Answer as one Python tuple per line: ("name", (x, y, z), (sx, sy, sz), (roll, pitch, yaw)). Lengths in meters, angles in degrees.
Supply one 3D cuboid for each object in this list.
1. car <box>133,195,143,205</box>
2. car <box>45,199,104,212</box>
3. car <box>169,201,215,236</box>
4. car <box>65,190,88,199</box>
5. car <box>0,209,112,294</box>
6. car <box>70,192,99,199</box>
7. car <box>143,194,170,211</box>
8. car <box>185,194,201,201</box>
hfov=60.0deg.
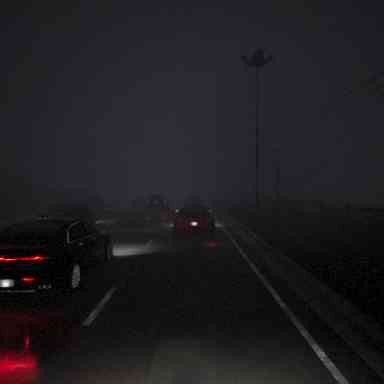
("car", (-6.897, 1.065, 45.901), (1.994, 1.385, 4.181), (0, 1, 0))
("car", (-6.917, 1.342, 18.867), (2.033, 1.411, 5.357), (0, 1, 0))
("car", (0.101, 1.378, 16.985), (1.994, 1.385, 4.181), (0, 1, 0))
("car", (-13.898, 0.772, 41.204), (2.150, 2.045, 5.566), (0, 0, 0))
("car", (-3.399, 1.410, 8.518), (1.837, 1.490, 4.892), (0, 0, 0))
("car", (-10.398, 1.108, 33.965), (1.882, 1.535, 5.008), (0, 0, 0))
("car", (-3.398, 0.983, 33.980), (2.097, 1.767, 4.553), (0, 1, 0))
("car", (0.102, 1.024, 41.699), (1.882, 1.535, 5.008), (0, 1, 0))
